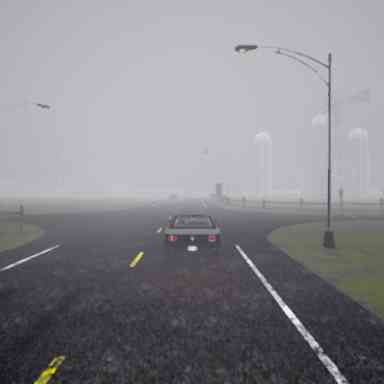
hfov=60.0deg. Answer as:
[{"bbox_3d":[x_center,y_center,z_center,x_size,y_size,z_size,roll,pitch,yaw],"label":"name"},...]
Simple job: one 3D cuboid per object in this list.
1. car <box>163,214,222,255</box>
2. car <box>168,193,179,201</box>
[{"bbox_3d":[0.038,1.468,12.682,1.895,1.301,4.718,0,1,1],"label":"car"},{"bbox_3d":[-3.490,0.955,64.601,1.994,1.385,4.181,0,0,1],"label":"car"}]
